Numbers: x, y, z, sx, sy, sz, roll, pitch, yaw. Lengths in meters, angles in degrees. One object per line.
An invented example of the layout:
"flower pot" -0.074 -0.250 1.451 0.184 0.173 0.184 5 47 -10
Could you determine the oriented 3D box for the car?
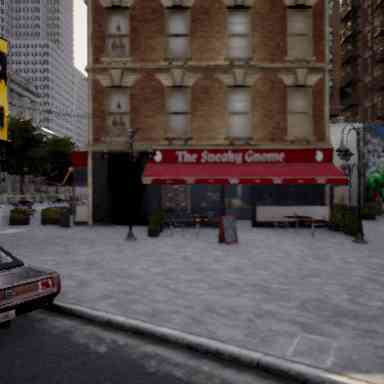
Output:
"car" -4.700 1.575 6.113 4.718 1.301 1.895 0 0 30
